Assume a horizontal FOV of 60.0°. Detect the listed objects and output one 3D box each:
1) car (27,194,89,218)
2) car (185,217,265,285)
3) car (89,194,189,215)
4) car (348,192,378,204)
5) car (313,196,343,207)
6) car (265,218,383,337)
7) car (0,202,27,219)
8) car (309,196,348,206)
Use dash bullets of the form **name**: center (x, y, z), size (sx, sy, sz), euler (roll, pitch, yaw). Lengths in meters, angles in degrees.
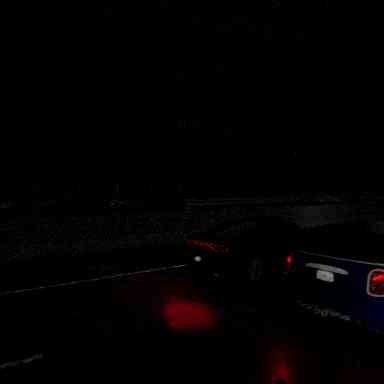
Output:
- **car**: center (-8.375, 1.210, 23.855), size (5.566, 2.045, 2.150), euler (-1, 1, -36)
- **car**: center (2.137, 1.472, 9.612), size (5.008, 1.535, 1.882), euler (0, 0, -36)
- **car**: center (-2.730, 1.214, 19.297), size (5.566, 2.045, 2.150), euler (0, 0, -36)
- **car**: center (24.421, 1.070, 47.521), size (5.566, 2.045, 2.150), euler (0, 0, -36)
- **car**: center (19.947, 1.381, 48.608), size (4.674, 1.442, 1.812), euler (0, 0, -36)
- **car**: center (3.834, 1.347, 6.522), size (4.553, 1.767, 2.097), euler (0, 0, -36)
- **car**: center (-13.358, 1.490, 24.575), size (4.902, 1.511, 2.128), euler (0, 0, -36)
- **car**: center (14.519, 1.472, 36.061), size (4.181, 1.385, 1.994), euler (0, 0, -36)
